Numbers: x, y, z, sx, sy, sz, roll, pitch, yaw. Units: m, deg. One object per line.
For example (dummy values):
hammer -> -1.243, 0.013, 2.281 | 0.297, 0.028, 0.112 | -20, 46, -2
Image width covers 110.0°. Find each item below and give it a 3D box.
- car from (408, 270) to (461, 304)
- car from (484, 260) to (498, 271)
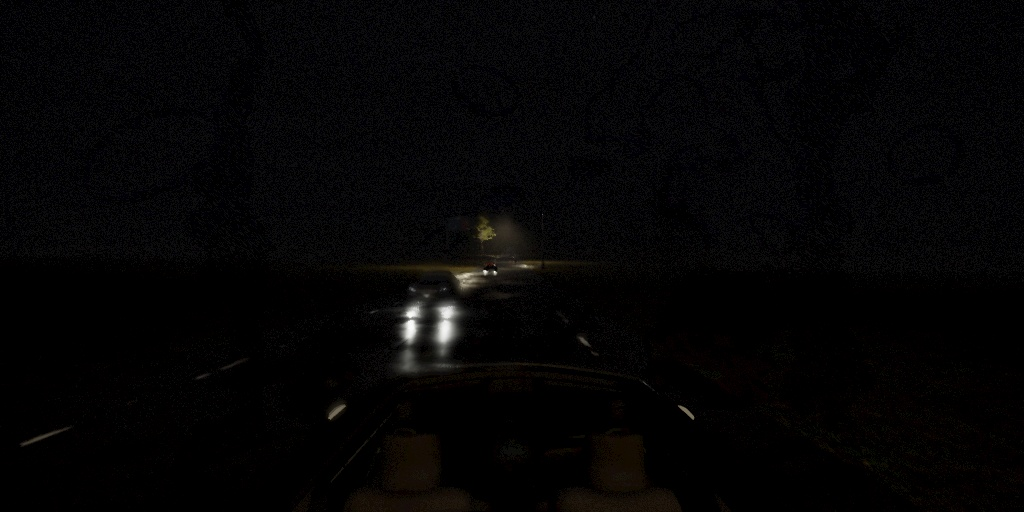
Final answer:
car -> -3.600, 1.435, 17.450 | 1.812, 1.442, 4.674 | 0, -1, 0
car -> -3.548, 1.495, 59.795 | 2.097, 1.767, 4.553 | 0, 0, 1
